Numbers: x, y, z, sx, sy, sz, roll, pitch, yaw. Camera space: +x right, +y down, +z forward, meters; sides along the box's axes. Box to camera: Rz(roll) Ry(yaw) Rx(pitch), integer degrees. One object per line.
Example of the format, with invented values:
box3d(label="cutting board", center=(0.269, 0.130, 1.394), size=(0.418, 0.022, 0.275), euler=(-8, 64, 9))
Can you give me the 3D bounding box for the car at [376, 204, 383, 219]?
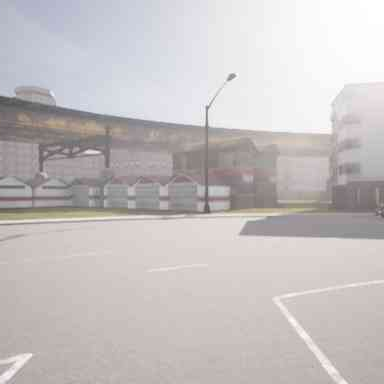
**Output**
box3d(label="car", center=(17.401, 1.225, 25.804), size=(5.566, 2.045, 2.150), euler=(0, 0, 3))
